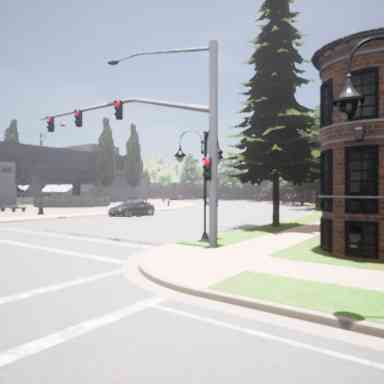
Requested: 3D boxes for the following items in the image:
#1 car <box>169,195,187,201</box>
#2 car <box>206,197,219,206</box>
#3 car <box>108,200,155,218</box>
[{"bbox_3d":[-3.332,1.444,77.501,2.033,1.411,5.357,0,0,-34],"label":"car"},{"bbox_3d":[3.282,1.486,53.755,1.812,1.442,4.674,1,0,2],"label":"car"},{"bbox_3d":[-5.366,1.531,30.032,1.837,1.490,4.892,2,1,35],"label":"car"}]
